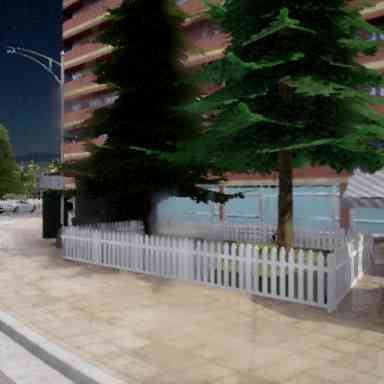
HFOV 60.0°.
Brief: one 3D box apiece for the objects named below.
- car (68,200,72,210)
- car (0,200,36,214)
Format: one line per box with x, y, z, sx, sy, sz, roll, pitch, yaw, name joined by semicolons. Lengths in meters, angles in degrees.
-14.862;1.524;37.647;2.128;1.511;4.902;0;0;13;car
-18.798;1.558;35.806;1.812;1.442;4.674;0;0;9;car
